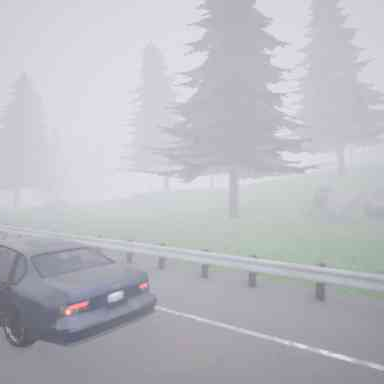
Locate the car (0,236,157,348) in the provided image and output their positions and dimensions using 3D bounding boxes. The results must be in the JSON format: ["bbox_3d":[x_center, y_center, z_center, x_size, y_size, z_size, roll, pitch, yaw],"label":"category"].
[{"bbox_3d":[-3.119,1.579,6.348,5.357,1.411,2.033,0,0,37],"label":"car"}]
